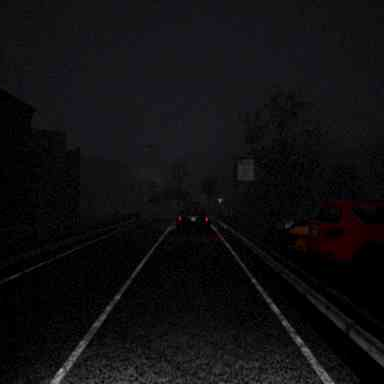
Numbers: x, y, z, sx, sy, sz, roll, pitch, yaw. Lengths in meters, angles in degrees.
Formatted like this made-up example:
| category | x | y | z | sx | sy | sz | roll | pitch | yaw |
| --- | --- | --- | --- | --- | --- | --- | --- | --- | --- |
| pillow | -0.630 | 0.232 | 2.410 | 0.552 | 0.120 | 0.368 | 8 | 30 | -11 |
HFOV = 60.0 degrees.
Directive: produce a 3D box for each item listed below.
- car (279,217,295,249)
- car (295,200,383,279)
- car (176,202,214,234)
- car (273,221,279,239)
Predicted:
| category | x | y | z | sx | sy | sz | roll | pitch | yaw |
| --- | --- | --- | --- | --- | --- | --- | --- | --- | --- |
| car | 6.210 | 1.566 | 12.674 | 5.008 | 1.535 | 2.097 | 0 | -1 | -1 |
| car | 6.263 | 1.278 | 9.759 | 5.566 | 2.045 | 2.435 | 0 | 0 | 0 |
| car | 0.082 | 1.669 | 21.337 | 2.097 | 1.767 | 4.553 | 0 | -2 | 0 |
| car | 6.207 | 1.479 | 15.711 | 4.553 | 1.767 | 2.185 | 0 | -1 | -1 |
